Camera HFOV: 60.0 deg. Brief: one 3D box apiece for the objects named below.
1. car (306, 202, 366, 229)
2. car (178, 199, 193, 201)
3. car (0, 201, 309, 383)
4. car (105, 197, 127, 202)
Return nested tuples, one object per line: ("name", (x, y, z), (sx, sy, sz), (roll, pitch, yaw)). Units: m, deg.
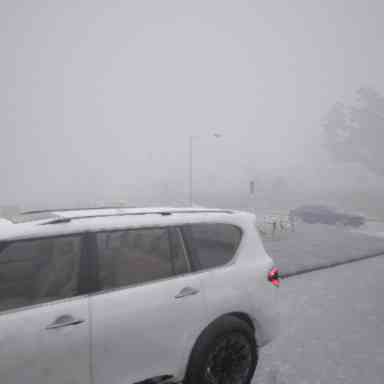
("car", (8.728, 1.476, 21.865), (1.882, 1.535, 5.008), (0, 0, -35))
("car", (-0.565, 1.524, 34.929), (1.812, 1.442, 4.674), (0, 0, -36))
("car", (-1.474, 1.221, 3.488), (5.566, 2.045, 2.150), (0, 0, -34))
("car", (-11.507, 1.476, 50.316), (1.882, 1.535, 5.008), (0, 0, -35))
